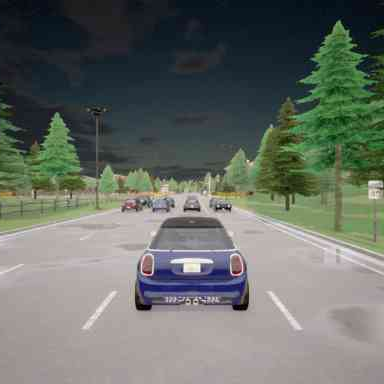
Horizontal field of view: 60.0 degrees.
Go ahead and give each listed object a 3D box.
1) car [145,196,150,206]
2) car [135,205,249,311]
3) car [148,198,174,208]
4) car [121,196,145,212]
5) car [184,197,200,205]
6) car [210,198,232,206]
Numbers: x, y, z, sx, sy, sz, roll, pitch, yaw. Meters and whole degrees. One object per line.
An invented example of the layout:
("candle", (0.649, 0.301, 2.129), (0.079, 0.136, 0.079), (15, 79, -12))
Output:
("car", (-7.000, 1.352, 48.976), (2.097, 1.767, 4.553), (0, 0, 0))
("car", (0.000, 1.352, 7.942), (2.097, 1.767, 4.553), (0, 0, 0))
("car", (-3.500, 1.547, 38.586), (2.033, 1.411, 5.357), (0, 0, 0))
("car", (-7.000, 1.526, 39.002), (1.812, 1.442, 4.674), (0, 0, 0))
("car", (0.000, 1.564, 38.969), (1.994, 1.385, 4.181), (0, 0, 0))
("car", (3.500, 1.601, 39.032), (1.895, 1.301, 4.718), (0, 0, 0))
